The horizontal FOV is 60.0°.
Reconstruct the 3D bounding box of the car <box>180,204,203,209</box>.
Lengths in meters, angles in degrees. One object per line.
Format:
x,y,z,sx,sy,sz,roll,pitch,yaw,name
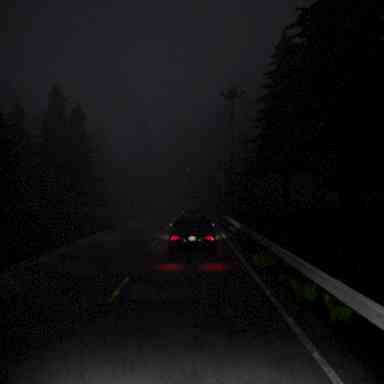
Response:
-0.037,1.801,29.394,1.812,1.442,4.674,0,0,-2,car

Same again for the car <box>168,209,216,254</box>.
0.005,1.679,13.990,2.033,1.411,5.357,0,-1,0,car
